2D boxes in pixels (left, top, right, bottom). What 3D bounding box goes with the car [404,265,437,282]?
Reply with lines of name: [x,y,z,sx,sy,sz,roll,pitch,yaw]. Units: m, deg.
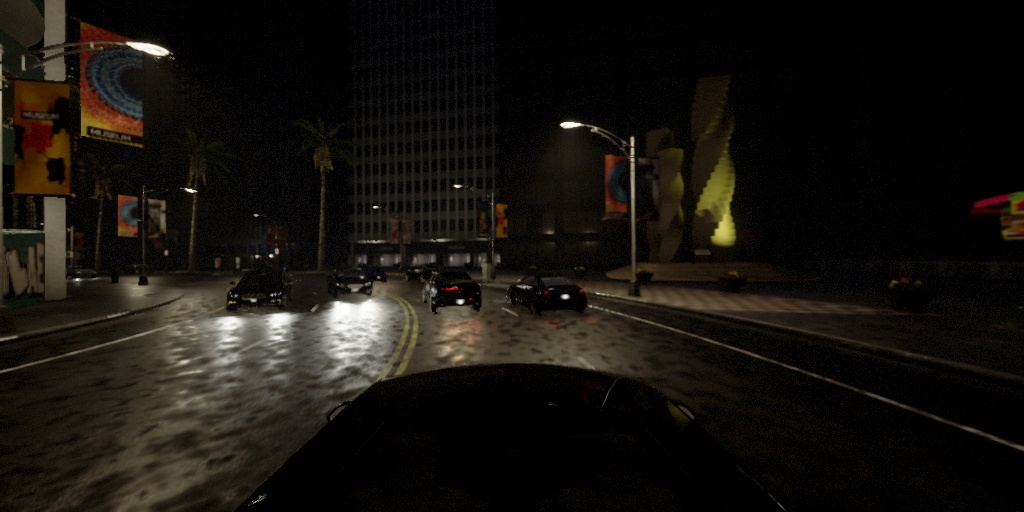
car: [-7.199,1.443,29.397,1.837,1.490,4.892,0,-1,-40]

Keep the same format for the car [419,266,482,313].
car: [-2.548,1.335,14.602,1.837,1.490,4.892,0,-1,-19]

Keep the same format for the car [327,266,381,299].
car: [-8.852,1.394,19.439,2.128,1.511,4.902,0,0,-31]

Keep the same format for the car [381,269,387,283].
car: [-11.917,1.500,29.452,1.812,1.442,4.674,0,-1,-44]

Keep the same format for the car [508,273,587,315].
car: [1.236,1.365,14.082,1.994,1.385,4.181,0,0,-17]

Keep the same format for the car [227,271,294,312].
car: [-10.555,1.400,15.307,1.837,1.490,4.892,1,-1,-27]
